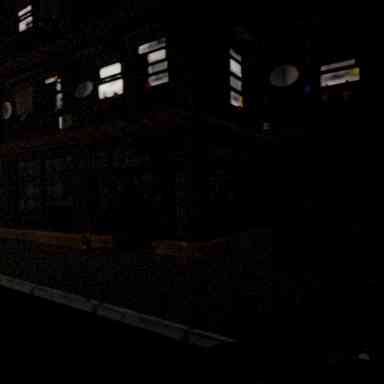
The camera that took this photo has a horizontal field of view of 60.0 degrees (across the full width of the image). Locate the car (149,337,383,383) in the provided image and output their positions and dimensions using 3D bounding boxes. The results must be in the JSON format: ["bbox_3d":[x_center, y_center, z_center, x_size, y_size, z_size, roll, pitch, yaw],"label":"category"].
[{"bbox_3d":[1.565,1.540,1.689,4.403,1.369,2.008,0,-1,34],"label":"car"}]
